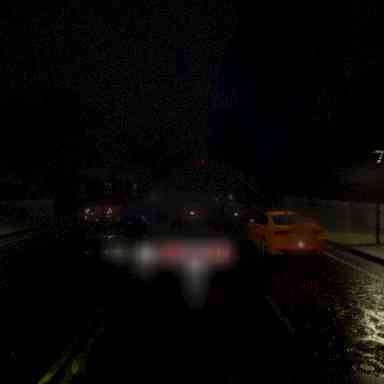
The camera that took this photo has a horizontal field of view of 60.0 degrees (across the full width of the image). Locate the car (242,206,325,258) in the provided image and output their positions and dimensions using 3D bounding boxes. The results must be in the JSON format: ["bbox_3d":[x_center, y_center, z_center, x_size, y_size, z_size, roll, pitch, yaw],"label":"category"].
[{"bbox_3d":[3.348,1.471,12.697,1.882,1.535,5.008,0,0,0],"label":"car"}]

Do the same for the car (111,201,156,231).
[{"bbox_3d":[-3.343,1.466,20.680,1.882,1.535,5.008,0,0,0],"label":"car"}]

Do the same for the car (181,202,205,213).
[{"bbox_3d":[0.101,1.510,27.438,1.812,1.442,4.674,0,0,0],"label":"car"}]

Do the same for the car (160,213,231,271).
[{"bbox_3d":[0.095,1.595,10.854,1.895,1.301,4.718,0,0,0],"label":"car"}]

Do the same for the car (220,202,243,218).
[{"bbox_3d":[3.350,1.510,27.495,1.812,1.442,4.674,0,0,0],"label":"car"}]

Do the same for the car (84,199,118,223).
[{"bbox_3d":[-6.588,1.337,25.264,2.097,1.767,4.553,0,0,0],"label":"car"}]
